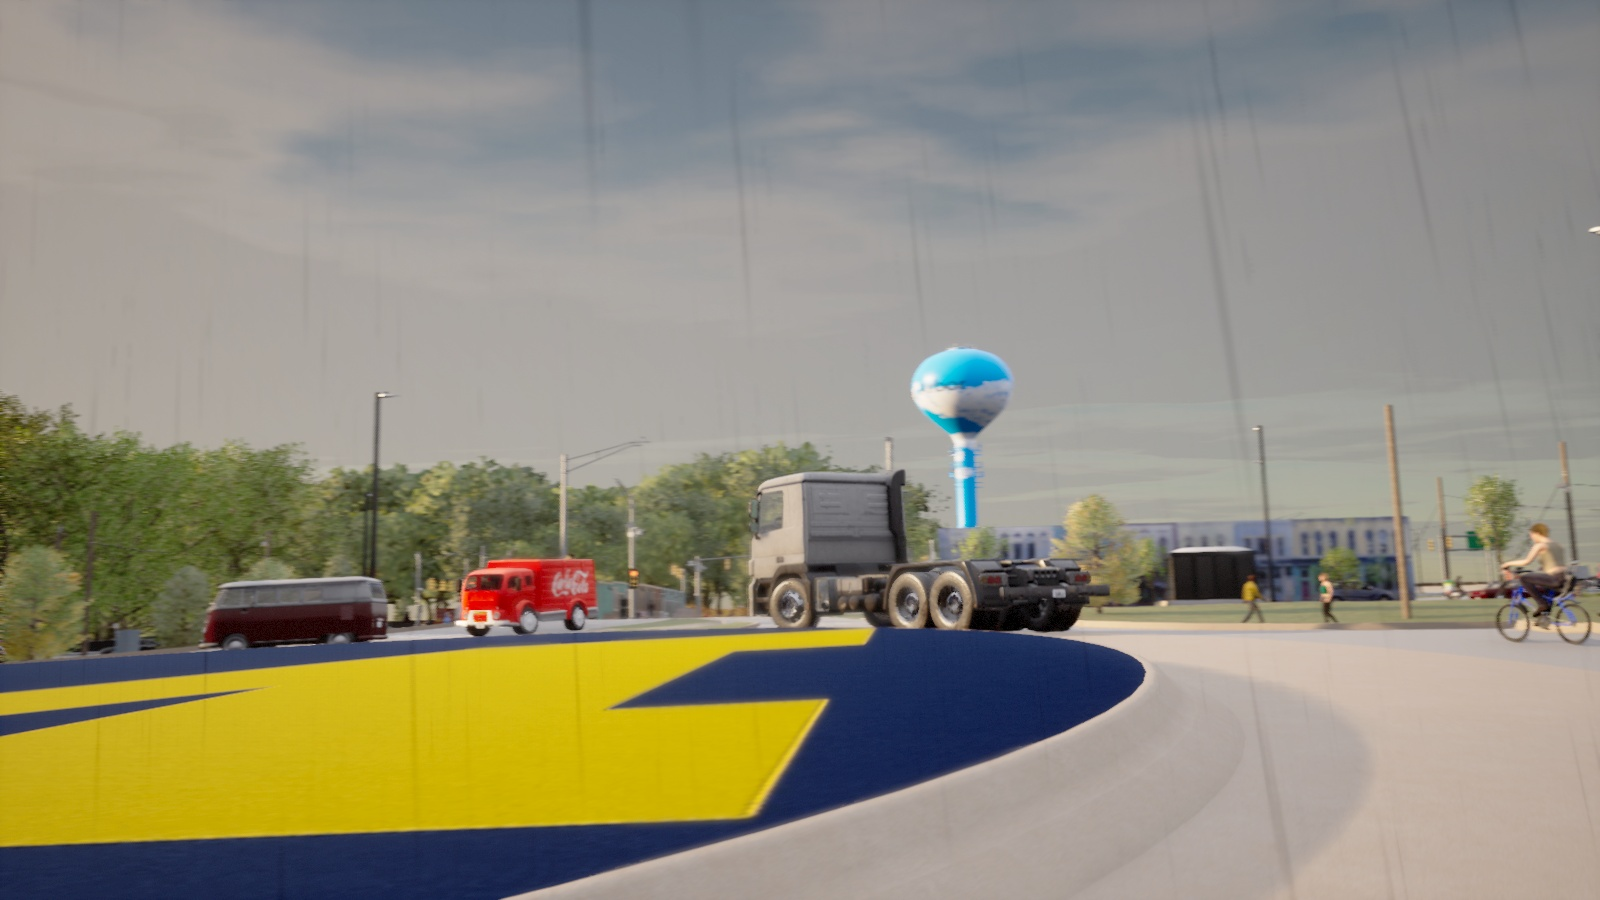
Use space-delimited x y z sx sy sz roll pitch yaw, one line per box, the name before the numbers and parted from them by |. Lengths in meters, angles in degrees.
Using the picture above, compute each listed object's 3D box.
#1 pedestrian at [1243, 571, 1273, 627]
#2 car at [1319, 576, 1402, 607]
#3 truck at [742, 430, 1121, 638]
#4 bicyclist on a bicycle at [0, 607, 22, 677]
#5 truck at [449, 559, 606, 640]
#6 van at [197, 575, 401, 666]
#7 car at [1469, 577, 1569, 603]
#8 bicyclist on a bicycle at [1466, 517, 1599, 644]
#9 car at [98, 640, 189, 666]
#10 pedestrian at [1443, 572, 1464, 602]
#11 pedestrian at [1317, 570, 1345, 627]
pedestrian | 15.288 4.963 41.935 0.726 1.835 0.370 -1 -8 -6
car | 33.164 8.393 74.373 3.988 1.617 1.851 -2 -8 4
truck | 2.215 1.892 24.916 2.891 3.462 7.936 3 -8 -34
bicyclist on a bicycle | -20.880 4.900 31.906 0.659 1.776 1.843 -5 -9 16
truck | -9.023 4.939 42.041 2.627 2.467 5.204 -4 -5 22
van | -12.665 4.329 31.944 4.442 1.987 1.775 -3 -8 -2
car | 42.365 8.259 74.060 4.718 1.301 1.895 -2 -8 -3
bicyclist on a bicycle | 9.944 1.758 16.853 0.866 1.612 1.509 1 -7 -16
car | -43.091 13.311 82.484 4.892 1.490 1.837 -1 -8 -5
pedestrian | 43.627 9.136 83.789 0.873 1.952 0.659 2 -9 -24
pedestrian | 17.335 4.856 40.983 0.594 1.836 0.345 -1 -8 -3
